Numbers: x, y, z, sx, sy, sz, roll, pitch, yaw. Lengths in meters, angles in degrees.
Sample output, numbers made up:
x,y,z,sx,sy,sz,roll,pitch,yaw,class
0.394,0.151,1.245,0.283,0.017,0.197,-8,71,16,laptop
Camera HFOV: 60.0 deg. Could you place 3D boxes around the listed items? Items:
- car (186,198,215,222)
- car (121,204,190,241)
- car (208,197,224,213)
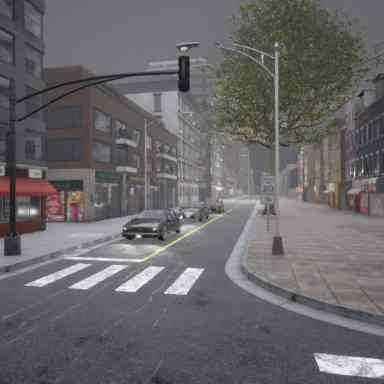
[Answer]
x,y,z,sx,sy,sz,roll,pitch,yaw,class
0.225,1.492,26.753,2.128,1.511,4.902,0,0,12,car
-1.809,1.556,17.209,2.033,1.411,5.357,0,0,12,car
2.307,1.347,36.497,2.097,1.767,4.553,0,0,12,car
